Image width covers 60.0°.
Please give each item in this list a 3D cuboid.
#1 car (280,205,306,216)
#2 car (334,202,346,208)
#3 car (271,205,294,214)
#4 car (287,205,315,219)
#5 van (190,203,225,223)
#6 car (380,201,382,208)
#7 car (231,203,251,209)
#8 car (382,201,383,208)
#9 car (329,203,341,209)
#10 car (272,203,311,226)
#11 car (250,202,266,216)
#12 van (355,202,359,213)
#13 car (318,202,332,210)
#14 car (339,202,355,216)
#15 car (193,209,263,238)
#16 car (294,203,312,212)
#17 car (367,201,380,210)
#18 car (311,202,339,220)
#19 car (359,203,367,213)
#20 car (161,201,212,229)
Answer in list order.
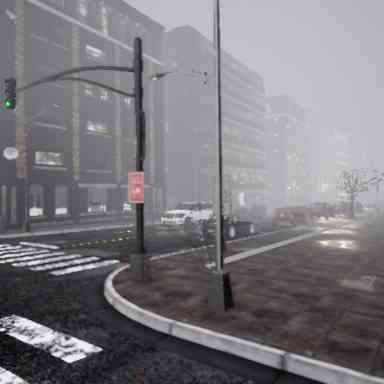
[{"bbox_3d":[14.455,2.585,47.338,2.033,1.411,5.357,-1,-2,35],"label":"car"},{"bbox_3d":[38.652,3.385,86.650,1.967,1.590,4.097,-2,-2,35],"label":"car"},{"bbox_3d":[14.000,2.685,51.377,2.008,1.369,4.403,-2,-2,35],"label":"car"},{"bbox_3d":[13.247,2.350,40.345,1.882,1.535,5.008,-1,-2,35],"label":"car"},{"bbox_3d":[1.608,2.065,33.660,1.690,1.788,3.998,-2,-2,35],"label":"van"},{"bbox_3d":[42.328,3.286,77.335,1.947,1.339,4.313,-2,-2,35],"label":"car"},{"bbox_3d":[4.707,2.266,38.087,1.967,1.590,4.097,-2,-2,35],"label":"car"},{"bbox_3d":[45.524,3.390,81.907,1.947,1.339,4.313,-2,-2,35],"label":"car"},{"bbox_3d":[35.359,3.363,81.935,1.752,1.417,4.829,-2,-2,35],"label":"car"},{"bbox_3d":[8.474,2.041,28.852,1.967,1.590,4.097,-2,-2,35],"label":"car"},{"bbox_3d":[7.802,2.244,42.523,2.192,1.841,5.009,-2,-2,35],"label":"car"},{"bbox_3d":[23.959,2.456,51.011,1.690,1.788,3.998,-2,-2,35],"label":"van"},{"bbox_3d":[29.485,3.085,73.536,1.967,1.590,4.097,-2,-2,35],"label":"car"},{"bbox_3d":[20.861,2.327,46.581,2.192,1.841,5.009,-2,-2,35],"label":"car"},{"bbox_3d":[2.282,1.946,19.986,2.008,1.369,4.403,-2,-2,35],"label":"car"},{"bbox_3d":[20.193,2.779,60.242,1.967,1.590,4.097,-2,-2,35],"label":"car"},{"bbox_3d":[39.164,3.175,72.750,2.008,1.369,4.403,-2,-2,35],"label":"car"},{"bbox_3d":[14.667,2.122,37.718,2.192,1.841,5.009,-2,-2,35],"label":"car"},{"bbox_3d":[27.056,2.532,55.443,2.192,1.841,5.009,-2,-2,35],"label":"car"},{"bbox_3d":[-0.105,1.778,26.663,2.150,2.045,5.566,-1,-1,35],"label":"car"}]
